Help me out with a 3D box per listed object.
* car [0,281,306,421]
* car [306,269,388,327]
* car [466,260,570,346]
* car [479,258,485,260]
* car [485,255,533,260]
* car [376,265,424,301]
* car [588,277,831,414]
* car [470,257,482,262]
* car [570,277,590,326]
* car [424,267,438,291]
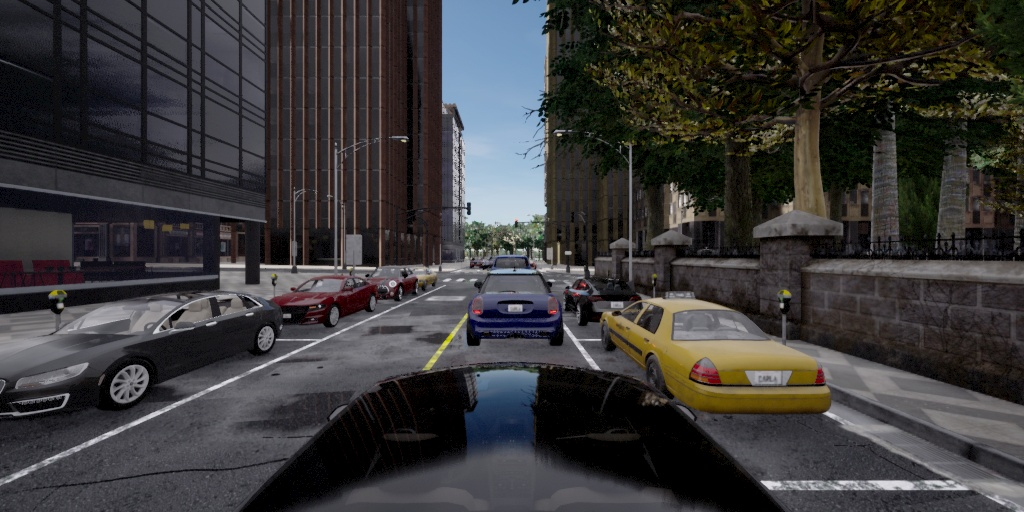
[{"bbox_3d":[-5.769,1.300,5.985,2.007,1.370,4.403,0,0,0],"label":"car"},{"bbox_3d":[-5.777,1.295,11.442,1.888,1.381,4.507,0,0,0],"label":"car"},{"bbox_3d":[0.042,1.102,9.560,2.097,1.767,4.553,0,0,-1],"label":"car"},{"bbox_3d":[-3.157,1.360,49.602,1.895,1.301,4.718,0,0,-1],"label":"car"},{"bbox_3d":[-0.021,0.972,18.995,2.150,2.045,5.566,0,0,0],"label":"car"},{"bbox_3d":[-5.785,1.190,16.899,1.967,1.591,4.097,0,0,0],"label":"car"},{"bbox_3d":[2.756,1.275,6.170,1.751,1.417,4.829,0,0,0],"label":"car"},{"bbox_3d":[-5.849,1.078,59.764,2.192,1.841,5.009,0,0,0],"label":"car"},{"bbox_3d":[2.748,1.316,11.457,1.948,1.339,4.313,0,0,0],"label":"car"},{"bbox_3d":[-5.793,1.277,22.186,1.751,1.417,4.829,0,0,0],"label":"car"}]
